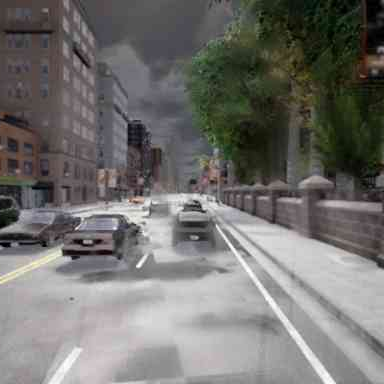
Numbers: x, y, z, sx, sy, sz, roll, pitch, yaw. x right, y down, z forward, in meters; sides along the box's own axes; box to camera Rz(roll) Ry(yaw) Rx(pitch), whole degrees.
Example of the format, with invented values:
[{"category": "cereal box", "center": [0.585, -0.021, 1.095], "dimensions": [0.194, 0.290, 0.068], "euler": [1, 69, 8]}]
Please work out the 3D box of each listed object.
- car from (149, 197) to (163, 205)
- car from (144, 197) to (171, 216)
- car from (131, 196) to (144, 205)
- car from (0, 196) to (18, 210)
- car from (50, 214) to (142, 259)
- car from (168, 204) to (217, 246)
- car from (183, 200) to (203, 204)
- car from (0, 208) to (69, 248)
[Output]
[{"category": "car", "center": [-6.490, 1.607, 60.554], "dimensions": [2.033, 1.411, 5.357], "euler": [0, 0, 0]}, {"category": "car", "center": [-3.145, 1.512, 33.073], "dimensions": [2.128, 1.511, 4.902], "euler": [0, 0, 0]}, {"category": "car", "center": [-9.741, 1.527, 60.496], "dimensions": [1.882, 1.535, 5.008], "euler": [0, 0, 0]}, {"category": "car", "center": [-9.849, 1.231, 14.844], "dimensions": [2.150, 2.045, 5.566], "euler": [0, 0, 0]}, {"category": "car", "center": [-3.149, 1.555, 12.584], "dimensions": [2.033, 1.411, 5.357], "euler": [0, 0, 0]}, {"category": "car", "center": [0.102, 1.515, 15.287], "dimensions": [1.837, 1.490, 4.892], "euler": [0, 0, 0]}, {"category": "car", "center": [0.106, 1.526, 33.114], "dimensions": [1.837, 1.490, 4.892], "euler": [0, 0, 0]}, {"category": "car", "center": [-6.599, 1.557, 15.028], "dimensions": [2.033, 1.411, 5.357], "euler": [0, 0, 0]}]
